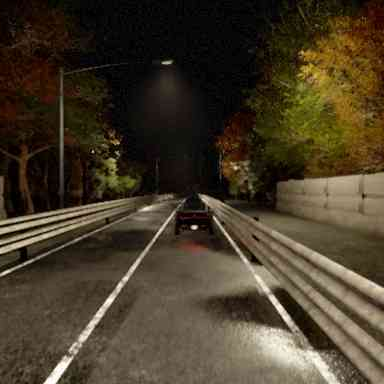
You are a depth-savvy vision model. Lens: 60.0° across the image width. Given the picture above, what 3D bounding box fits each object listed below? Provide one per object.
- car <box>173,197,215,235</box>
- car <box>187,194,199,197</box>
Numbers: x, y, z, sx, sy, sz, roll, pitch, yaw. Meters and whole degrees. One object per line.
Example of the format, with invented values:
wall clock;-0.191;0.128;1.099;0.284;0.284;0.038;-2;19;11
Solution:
car;0.108;1.250;17.126;1.837;1.490;4.892;0;1;0
car;0.122;1.051;39.836;1.837;1.490;4.892;0;1;0
